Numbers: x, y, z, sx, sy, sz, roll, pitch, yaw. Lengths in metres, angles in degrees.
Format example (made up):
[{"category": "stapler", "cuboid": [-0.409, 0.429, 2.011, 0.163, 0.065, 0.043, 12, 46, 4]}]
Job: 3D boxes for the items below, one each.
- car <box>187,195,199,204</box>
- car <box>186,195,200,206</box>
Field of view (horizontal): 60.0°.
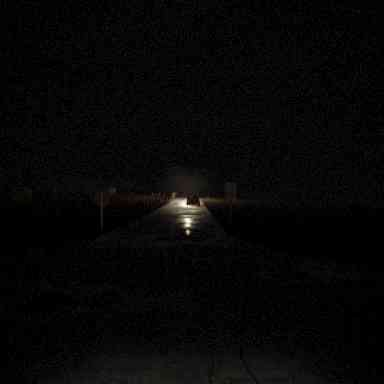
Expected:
[{"category": "car", "cuboid": [0.214, 1.344, 62.832, 2.128, 1.511, 4.902, 0, 1, 0]}, {"category": "car", "cuboid": [0.179, 1.315, 52.767, 2.097, 1.767, 4.553, 0, 0, 0]}]
